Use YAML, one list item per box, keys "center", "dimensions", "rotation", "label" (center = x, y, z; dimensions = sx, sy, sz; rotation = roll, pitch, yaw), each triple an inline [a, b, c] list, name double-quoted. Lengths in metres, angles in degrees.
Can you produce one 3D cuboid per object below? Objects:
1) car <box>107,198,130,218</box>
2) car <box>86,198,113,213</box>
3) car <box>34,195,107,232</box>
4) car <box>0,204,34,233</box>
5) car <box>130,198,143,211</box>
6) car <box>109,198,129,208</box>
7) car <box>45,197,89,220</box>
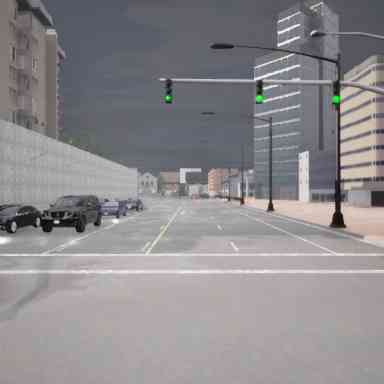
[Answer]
- center: [-7.117, 1.526, 29.876]
  dimensions: [1.812, 1.442, 4.674]
  rotation: [0, 0, 0]
  label: "car"
- center: [-10.618, 1.505, 38.488]
  dimensions: [1.837, 1.490, 4.892]
  rotation: [0, 0, 0]
  label: "car"
- center: [-7.109, 1.221, 20.235]
  dimensions: [2.150, 2.045, 5.566]
  rotation: [0, 0, 0]
  label: "car"
- center: [-10.612, 1.505, 19.603]
  dimensions: [1.837, 1.490, 4.892]
  rotation: [0, 0, 0]
  label: "car"
- center: [-7.116, 1.491, 40.218]
  dimensions: [2.128, 1.511, 4.902]
  rotation: [0, 0, 0]
  label: "car"
- center: [-10.586, 1.601, 48.549]
  dimensions: [1.895, 1.301, 4.718]
  rotation: [0, 0, 0]
  label: "car"
- center: [-10.618, 1.352, 28.671]
  dimensions: [2.097, 1.767, 4.553]
  rotation: [0, 0, 0]
  label: "car"
